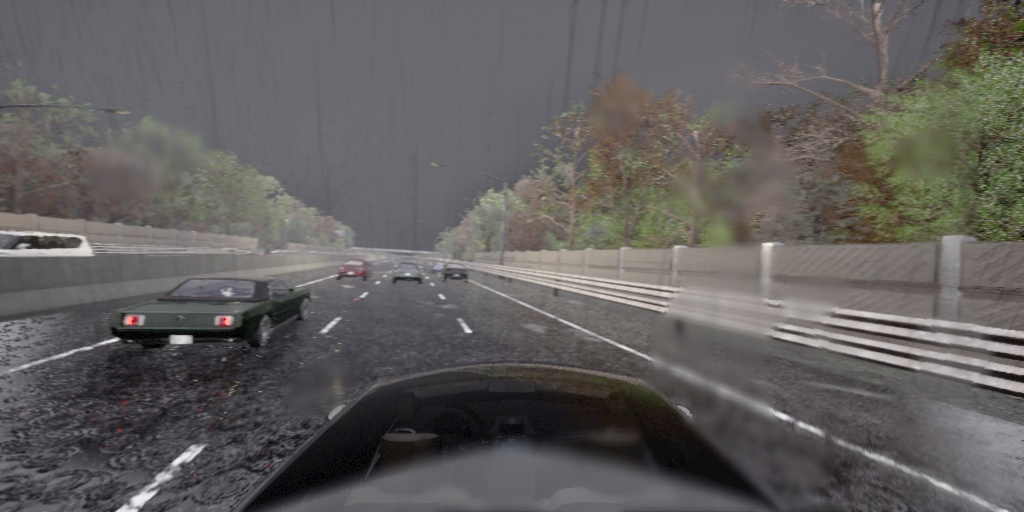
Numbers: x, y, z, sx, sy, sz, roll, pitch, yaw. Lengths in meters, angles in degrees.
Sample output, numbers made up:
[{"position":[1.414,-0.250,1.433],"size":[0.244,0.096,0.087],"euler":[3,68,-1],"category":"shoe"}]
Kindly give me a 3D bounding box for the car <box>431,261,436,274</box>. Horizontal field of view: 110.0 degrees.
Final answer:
[{"position":[-8.165,1.270,40.646],"size":[2.033,1.411,5.357],"euler":[3,-1,-15],"category":"car"}]

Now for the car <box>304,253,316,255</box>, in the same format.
[{"position":[-30.095,0.206,53.439],"size":[2.033,1.411,5.357],"euler":[3,-1,-15],"category":"car"}]

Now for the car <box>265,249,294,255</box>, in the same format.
[{"position":[-33.414,-0.048,52.316],"size":[2.128,1.511,4.902],"euler":[3,-1,-15],"category":"car"}]

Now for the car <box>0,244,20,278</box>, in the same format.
[{"position":[-22.246,0.170,13.167],"size":[2.033,1.411,5.357],"euler":[3,-1,-16],"category":"car"}]

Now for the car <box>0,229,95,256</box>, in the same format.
[{"position":[-18.593,0.050,13.178],"size":[2.150,2.045,5.566],"euler":[3,-1,-16],"category":"car"}]

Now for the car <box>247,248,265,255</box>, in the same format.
[{"position":[-37.251,-0.370,53.111],"size":[2.097,1.767,4.553],"euler":[3,-1,-16],"category":"car"}]

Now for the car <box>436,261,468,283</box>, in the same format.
[{"position":[-4.736,1.256,28.838],"size":[1.882,1.535,5.008],"euler":[3,-1,-16],"category":"car"}]

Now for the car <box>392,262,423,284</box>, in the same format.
[{"position":[-7.388,1.156,25.462],"size":[1.994,1.385,4.181],"euler":[3,-1,-16],"category":"car"}]

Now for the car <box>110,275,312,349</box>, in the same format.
[{"position":[-6.025,1.080,8.038],"size":[1.895,1.301,4.718],"euler":[3,-1,-16],"category":"car"}]

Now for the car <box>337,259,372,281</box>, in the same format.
[{"position":[-10.905,0.916,25.071],"size":[1.812,1.442,4.674],"euler":[3,-1,-16],"category":"car"}]
